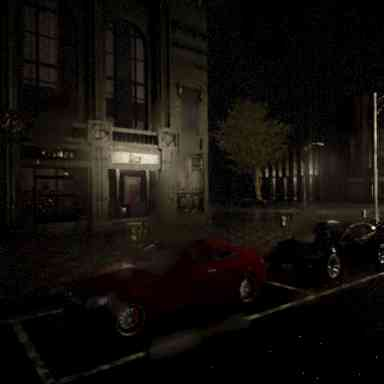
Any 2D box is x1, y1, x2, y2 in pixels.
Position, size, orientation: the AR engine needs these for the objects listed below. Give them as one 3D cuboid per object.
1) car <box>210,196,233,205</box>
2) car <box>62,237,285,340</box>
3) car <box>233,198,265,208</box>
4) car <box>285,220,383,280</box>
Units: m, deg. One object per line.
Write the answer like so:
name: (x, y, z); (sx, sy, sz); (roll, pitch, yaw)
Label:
car: (6.118, 1.640, 61.661); (2.128, 1.511, 4.902); (-1, 0, -36)
car: (-0.297, 1.593, 6.517); (4.206, 1.307, 1.802); (0, 0, -37)
car: (9.136, 1.711, 52.096); (1.895, 1.301, 4.718); (-1, 0, -37)
car: (4.204, 1.552, 9.910); (4.313, 1.339, 1.947); (0, 0, -37)
